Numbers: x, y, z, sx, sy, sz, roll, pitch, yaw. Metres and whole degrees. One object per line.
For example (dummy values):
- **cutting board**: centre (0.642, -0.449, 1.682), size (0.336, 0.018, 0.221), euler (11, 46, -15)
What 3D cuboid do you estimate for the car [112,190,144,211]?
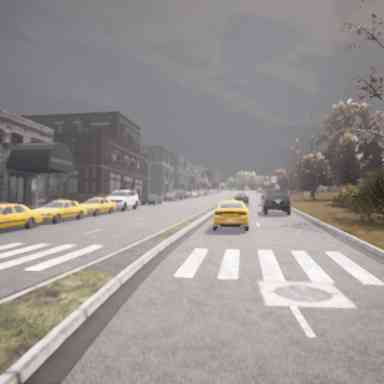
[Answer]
- **car**: centre (-7.166, 0.831, 33.841), size (2.435, 2.045, 5.566), euler (0, 1, 10)

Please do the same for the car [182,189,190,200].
- **car**: centre (-2.565, 0.468, 61.078), size (2.435, 2.045, 5.566), euler (0, 1, 10)

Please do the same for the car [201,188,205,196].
- **car**: centre (1.107, 0.304, 82.804), size (2.185, 1.767, 4.553), euler (0, 1, 10)

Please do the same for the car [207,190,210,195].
- **car**: centre (2.937, 0.034, 93.638), size (2.435, 2.045, 5.566), euler (0, 1, 10)

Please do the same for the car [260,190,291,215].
- **car**: centre (7.291, 0.841, 29.101), size (2.150, 2.045, 5.566), euler (0, 1, 10)

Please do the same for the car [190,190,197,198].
- **car**: centre (-1.048, 0.597, 70.378), size (2.231, 1.521, 4.892), euler (0, 1, 10)

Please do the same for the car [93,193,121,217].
- **car**: centre (-8.135, 1.155, 28.118), size (1.946, 1.575, 5.366), euler (0, 1, 10)

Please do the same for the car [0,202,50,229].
- **car**: centre (-9.986, 1.303, 17.227), size (1.946, 1.575, 5.366), euler (0, 1, 10)

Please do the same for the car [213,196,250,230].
- **car**: centre (2.342, 1.251, 19.328), size (1.882, 1.535, 5.008), euler (0, 1, 9)

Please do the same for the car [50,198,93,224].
- **car**: centre (-9.055, 1.228, 22.671), size (1.946, 1.575, 5.366), euler (0, 1, 10)

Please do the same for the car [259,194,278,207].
- **car**: centre (9.502, 0.992, 41.868), size (2.033, 1.411, 5.357), euler (0, 1, 10)

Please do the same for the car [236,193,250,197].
- **car**: centre (6.431, 0.957, 43.161), size (1.837, 1.490, 4.892), euler (0, 1, 10)

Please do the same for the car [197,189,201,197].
- **car**: centre (0.151, 0.502, 77.144), size (1.946, 1.575, 5.366), euler (0, 1, 10)

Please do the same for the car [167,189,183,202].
- **car**: centre (-3.477, 0.792, 55.668), size (2.231, 1.521, 4.892), euler (0, 1, 10)

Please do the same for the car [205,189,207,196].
- **car**: centre (1.993, 0.357, 88.039), size (1.946, 1.575, 5.366), euler (0, 1, 10)

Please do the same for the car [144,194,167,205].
- **car**: centre (-5.329, 0.967, 44.737), size (2.163, 1.488, 4.792), euler (0, 1, 10)
